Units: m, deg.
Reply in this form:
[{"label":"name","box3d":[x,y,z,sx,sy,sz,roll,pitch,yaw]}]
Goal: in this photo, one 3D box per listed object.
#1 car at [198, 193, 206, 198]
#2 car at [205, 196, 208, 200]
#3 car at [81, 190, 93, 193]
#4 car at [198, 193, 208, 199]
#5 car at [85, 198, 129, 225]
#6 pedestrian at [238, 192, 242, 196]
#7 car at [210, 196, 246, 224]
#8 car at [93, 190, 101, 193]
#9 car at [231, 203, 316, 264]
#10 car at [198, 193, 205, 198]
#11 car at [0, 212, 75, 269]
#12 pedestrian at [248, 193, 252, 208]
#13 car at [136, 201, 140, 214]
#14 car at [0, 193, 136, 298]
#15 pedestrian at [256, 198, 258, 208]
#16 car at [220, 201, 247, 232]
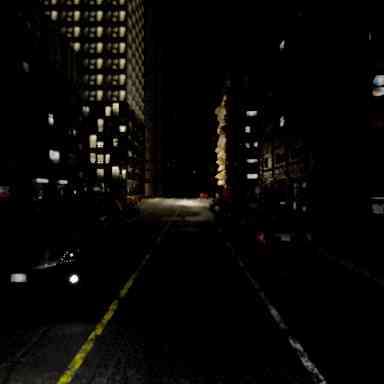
[{"label":"car","box3d":[2.711,0.963,89.162,2.008,1.369,4.403,0,0,0]},{"label":"car","box3d":[2.699,1.329,34.222,1.947,1.339,4.313,0,0,0]},{"label":"car","box3d":[-17.548,0.680,47.907,5.009,1.841,2.192,1,-1,0]},{"label":"car","box3d":[2.758,1.073,76.245,1.802,1.307,4.206,0,0,0]},{"label":"car","box3d":[-5.683,1.280,22.856,1.967,1.590,4.097,0,0,0]},{"label":"pedestrian","box3d":[6.144,0.850,42.278,0.375,1.860,0.375,0,0,0]},{"label":"car","box3d":[2.697,1.155,22.856,2.192,1.841,5.009,0,0,0]},{"label":"car","box3d":[-17.681,0.643,56.285,5.009,1.841,2.192,1,-1,0]},{"label":"car","box3d":[2.695,1.358,11.492,1.967,1.590,4.097,0,0,0]},{"label":"car","box3d":[2.713,0.929,94.810,2.008,1.369,4.403,0,0,0]},{"label":"car","box3d":[-5.686,1.500,11.493,1.802,1.307,4.206,0,0,0]},{"label":"pedestrian","box3d":[7.144,1.019,41.079,0.375,1.860,0.375,0,0,0]},{"label":"car","box3d":[-5.682,1.242,28.539,1.967,1.590,4.097,0,0,0]},{"label":"car","box3d":[-3.097,1.159,8.701,2.150,2.045,5.566,0,0,0]},{"label":"pedestrian","box3d":[8.144,1.030,41.678,0.375,1.860,0.375,0,0,0]},{"label":"car","box3d":[2.696,1.403,17.345,1.752,1.417,4.829,0,0,0]}]
